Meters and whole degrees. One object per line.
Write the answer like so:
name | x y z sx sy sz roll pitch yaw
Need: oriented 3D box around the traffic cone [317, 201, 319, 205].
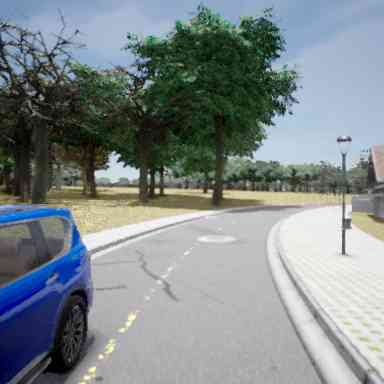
traffic cone | 20.120 1.739 53.206 0.340 0.580 0.340 0 -1 -42

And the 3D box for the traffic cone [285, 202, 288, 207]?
traffic cone | 12.988 1.706 45.714 0.340 0.580 0.340 -1 0 40

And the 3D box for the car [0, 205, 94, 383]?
car | -2.626 1.198 2.705 2.150 2.045 5.566 0 0 4
